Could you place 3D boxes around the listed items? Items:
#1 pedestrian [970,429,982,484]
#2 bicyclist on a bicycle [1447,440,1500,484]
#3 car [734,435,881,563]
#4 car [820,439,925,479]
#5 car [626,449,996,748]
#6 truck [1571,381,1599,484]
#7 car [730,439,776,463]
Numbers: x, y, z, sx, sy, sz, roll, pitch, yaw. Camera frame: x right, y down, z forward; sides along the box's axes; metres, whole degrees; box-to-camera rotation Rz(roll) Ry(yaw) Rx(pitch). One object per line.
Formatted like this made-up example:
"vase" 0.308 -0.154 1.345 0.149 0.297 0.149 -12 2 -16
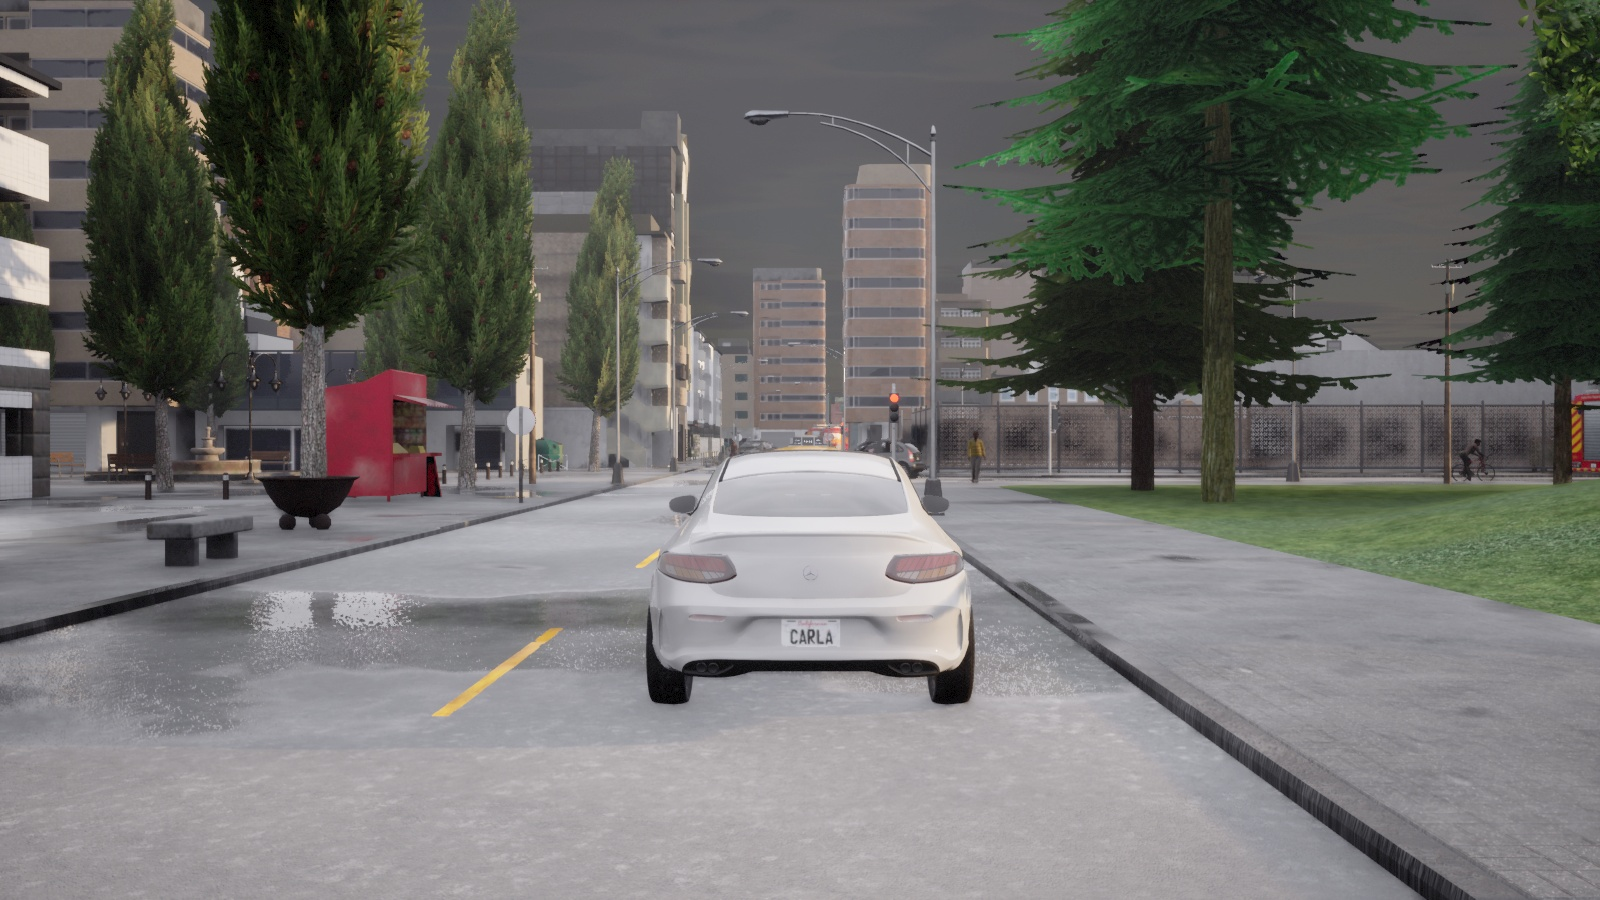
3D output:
"pedestrian" 5.977 0.220 42.696 0.370 1.835 0.726 0 0 4
"bicyclist on a bicycle" 25.393 0.452 47.360 1.656 1.620 0.582 0 0 0
"car" 0.116 0.583 18.085 1.801 1.575 5.366 0 0 0
"car" 3.043 0.351 52.507 3.988 1.617 1.851 0 0 22
"car" 0.063 0.724 8.491 1.812 1.442 4.674 0 0 0
"truck" 34.132 -0.658 47.298 8.468 3.827 2.891 0 0 -1
"car" -3.441 0.064 92.863 2.242 1.667 4.611 0 0 14
